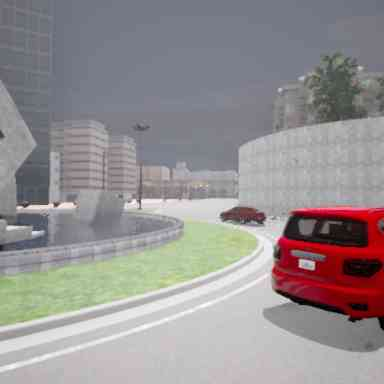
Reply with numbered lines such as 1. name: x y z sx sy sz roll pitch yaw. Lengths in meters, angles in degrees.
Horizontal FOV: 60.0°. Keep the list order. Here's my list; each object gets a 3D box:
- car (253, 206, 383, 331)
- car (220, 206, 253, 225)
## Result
1. car: 4.104 1.328 7.031 5.566 2.045 2.150 1 -1 -35
2. car: 4.076 1.831 26.982 1.812 1.442 4.674 1 -1 -25
